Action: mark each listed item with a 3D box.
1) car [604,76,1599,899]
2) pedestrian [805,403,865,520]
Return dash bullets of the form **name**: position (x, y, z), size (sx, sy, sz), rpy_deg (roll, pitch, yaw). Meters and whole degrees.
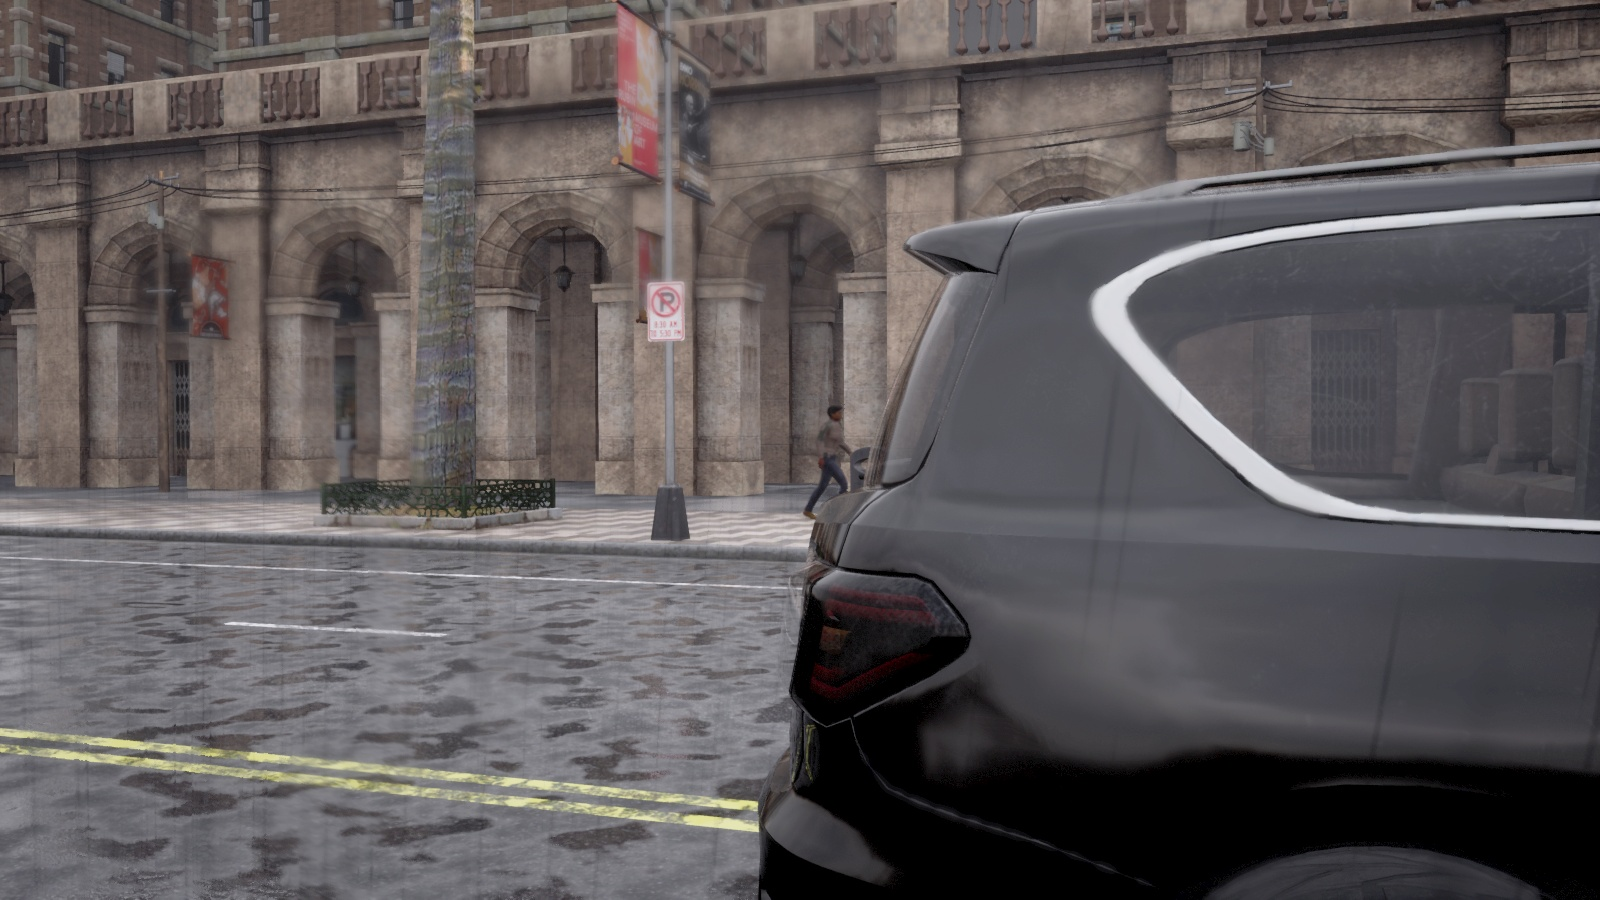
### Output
- **car**: position (2.642, 0.519, 2.301), size (5.566, 2.045, 2.150), rpy_deg (1, 1, 19)
- **pedestrian**: position (0.545, 0.170, 19.685), size (0.869, 1.805, 0.328), rpy_deg (1, 1, 18)
